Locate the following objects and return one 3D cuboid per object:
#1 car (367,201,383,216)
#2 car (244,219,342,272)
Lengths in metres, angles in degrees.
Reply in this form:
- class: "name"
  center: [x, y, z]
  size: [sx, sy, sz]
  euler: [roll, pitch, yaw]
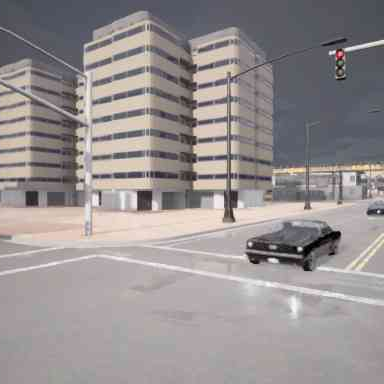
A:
- class: "car"
  center: [17.668, 1.565, 31.062]
  size: [1.994, 1.385, 4.181]
  euler: [0, 0, 35]
- class: "car"
  center: [3.525, 1.603, 11.062]
  size: [1.895, 1.301, 4.718]
  euler: [0, 0, 35]
